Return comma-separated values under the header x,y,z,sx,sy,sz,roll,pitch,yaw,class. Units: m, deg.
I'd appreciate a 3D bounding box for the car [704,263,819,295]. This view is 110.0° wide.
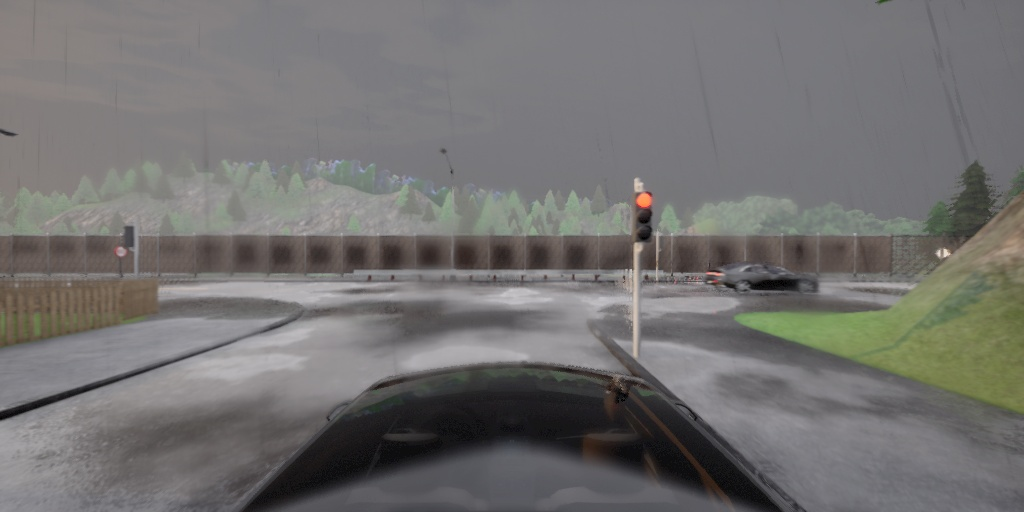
x,y,z,sx,sy,sz,roll,pitch,yaw,class
11.917,1.080,17.213,4.902,1.511,2.128,1,1,0,car
